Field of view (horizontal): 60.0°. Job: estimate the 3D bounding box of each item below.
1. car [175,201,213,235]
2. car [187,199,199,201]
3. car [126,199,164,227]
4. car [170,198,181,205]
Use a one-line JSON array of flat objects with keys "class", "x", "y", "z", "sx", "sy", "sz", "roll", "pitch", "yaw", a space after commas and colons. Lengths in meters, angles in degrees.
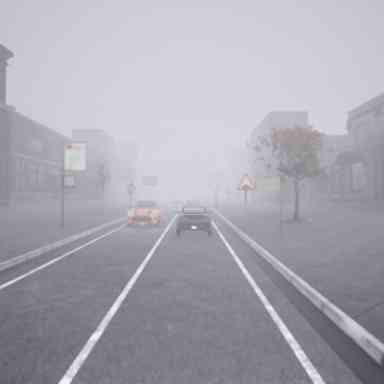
[{"class": "car", "x": 0.100, "y": 1.493, "z": 18.895, "sx": 1.837, "sy": 1.490, "sz": 4.892, "roll": 0, "pitch": 0, "yaw": 0}, {"class": "car", "x": 0.094, "y": 1.509, "z": 37.069, "sx": 2.033, "sy": 1.411, "sz": 5.357, "roll": 0, "pitch": 0, "yaw": 0}, {"class": "car", "x": -3.095, "y": 1.295, "z": 22.664, "sx": 2.097, "sy": 1.767, "sz": 4.553, "roll": 0, "pitch": 2, "yaw": 0}, {"class": "car", "x": -3.021, "y": 1.822, "z": 63.959, "sx": 1.994, "sy": 1.385, "sz": 4.181, "roll": 0, "pitch": -1, "yaw": 1}]
